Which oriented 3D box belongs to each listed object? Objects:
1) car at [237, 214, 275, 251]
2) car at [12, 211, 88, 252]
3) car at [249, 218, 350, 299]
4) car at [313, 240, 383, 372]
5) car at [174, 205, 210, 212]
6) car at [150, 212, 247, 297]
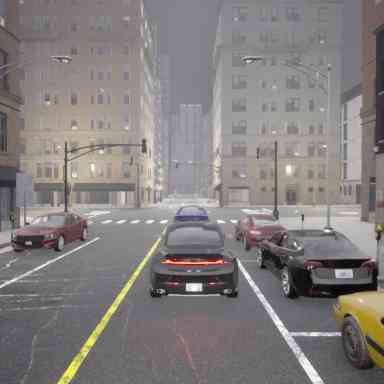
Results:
[{"bbox_3d":[2.829,1.578,13.890,1.802,1.307,4.206,-1,0,0],"label":"car"},{"bbox_3d":[-5.716,1.541,13.867,1.887,1.381,4.507,-1,0,0],"label":"car"},{"bbox_3d":[2.843,1.564,8.305,1.947,1.339,4.313,-1,0,0],"label":"car"},{"bbox_3d":[2.855,1.525,2.888,1.752,1.417,4.829,-1,0,0],"label":"car"},{"bbox_3d":[-0.012,1.473,18.483,1.882,1.535,5.008,0,0,0],"label":"car"},{"bbox_3d":[0.046,1.503,8.533,1.837,1.490,4.892,0,0,0],"label":"car"}]
